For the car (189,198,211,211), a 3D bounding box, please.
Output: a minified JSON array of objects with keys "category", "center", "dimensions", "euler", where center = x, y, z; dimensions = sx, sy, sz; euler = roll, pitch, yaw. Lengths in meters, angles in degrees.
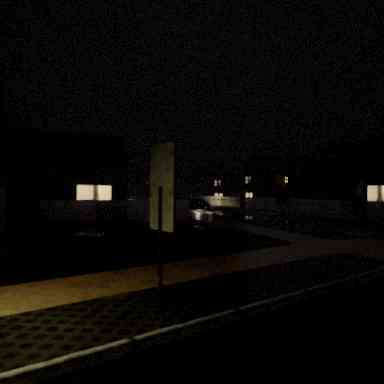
[{"category":"car","center":[0.651,1.491,39.681],"dimensions":[1.837,1.490,4.892],"euler":[1,0,-22]}]
